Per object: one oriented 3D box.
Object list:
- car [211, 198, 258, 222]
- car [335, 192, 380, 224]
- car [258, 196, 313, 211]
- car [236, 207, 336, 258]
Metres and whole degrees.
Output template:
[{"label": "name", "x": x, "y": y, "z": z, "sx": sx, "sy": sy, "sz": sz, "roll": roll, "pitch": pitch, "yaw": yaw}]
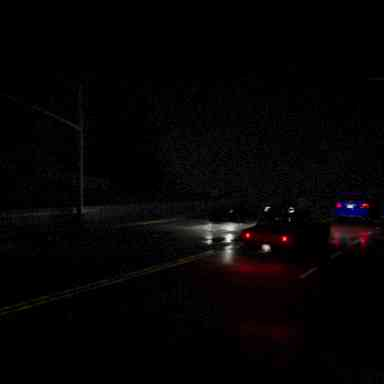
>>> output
[{"label": "car", "x": 3.231, "y": 1.187, "z": 23.909, "sx": 1.882, "sy": 1.535, "sz": 5.008, "roll": 1, "pitch": 1, "yaw": 37}, {"label": "car", "x": 11.557, "y": 1.006, "z": 23.092, "sx": 2.150, "sy": 2.045, "sz": 5.566, "roll": 1, "pitch": 1, "yaw": 36}, {"label": "car", "x": 6.635, "y": 1.104, "z": 22.620, "sx": 2.097, "sy": 1.767, "sz": 4.553, "roll": 1, "pitch": 1, "yaw": 37}, {"label": "car", "x": 3.708, "y": 1.463, "z": 12.446, "sx": 1.895, "sy": 1.301, "sz": 4.718, "roll": 1, "pitch": 1, "yaw": 36}]
